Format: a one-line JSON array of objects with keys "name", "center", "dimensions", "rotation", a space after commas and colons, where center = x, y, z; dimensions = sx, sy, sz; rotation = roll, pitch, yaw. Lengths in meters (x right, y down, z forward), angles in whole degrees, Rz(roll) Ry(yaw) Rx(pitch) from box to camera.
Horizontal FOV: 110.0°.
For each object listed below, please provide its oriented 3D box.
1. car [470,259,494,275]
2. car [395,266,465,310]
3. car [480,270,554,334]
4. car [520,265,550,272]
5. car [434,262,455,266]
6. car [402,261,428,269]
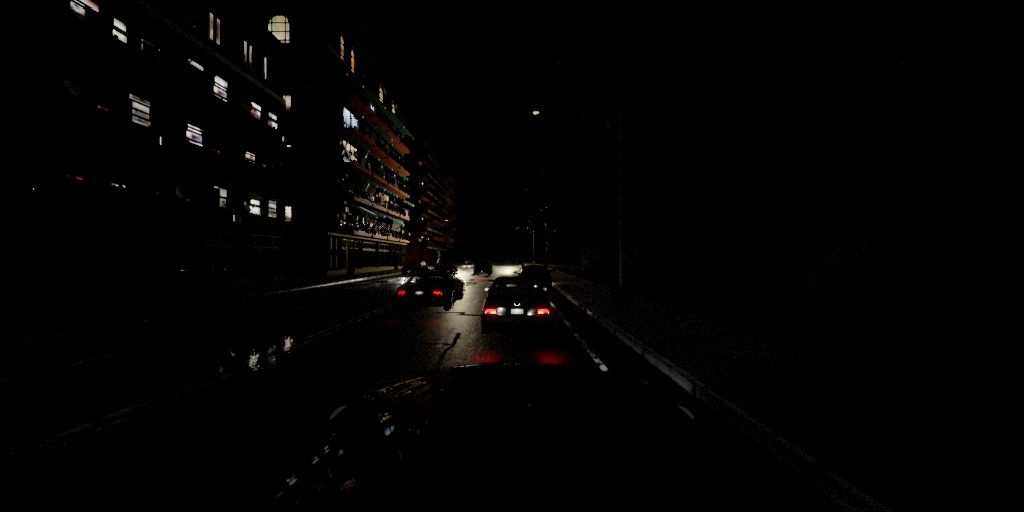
[{"name": "car", "center": [-3.085, 1.258, 38.871], "dimensions": [1.837, 1.490, 4.892], "rotation": [0, 1, 0]}, {"name": "car", "center": [-3.127, 1.299, 14.631], "dimensions": [2.033, 1.411, 5.357], "rotation": [0, 0, 0]}, {"name": "car", "center": [0.116, 1.299, 10.608], "dimensions": [2.033, 1.411, 5.357], "rotation": [0, 0, 0]}, {"name": "car", "center": [1.169, 1.257, 20.296], "dimensions": [1.837, 1.490, 4.892], "rotation": [0, 0, 0]}, {"name": "car", "center": [-6.542, 1.278, 35.086], "dimensions": [1.812, 1.442, 4.674], "rotation": [0, 0, 0]}, {"name": "car", "center": [-9.789, 1.243, 36.491], "dimensions": [2.128, 1.511, 4.902], "rotation": [0, 0, 0]}]
